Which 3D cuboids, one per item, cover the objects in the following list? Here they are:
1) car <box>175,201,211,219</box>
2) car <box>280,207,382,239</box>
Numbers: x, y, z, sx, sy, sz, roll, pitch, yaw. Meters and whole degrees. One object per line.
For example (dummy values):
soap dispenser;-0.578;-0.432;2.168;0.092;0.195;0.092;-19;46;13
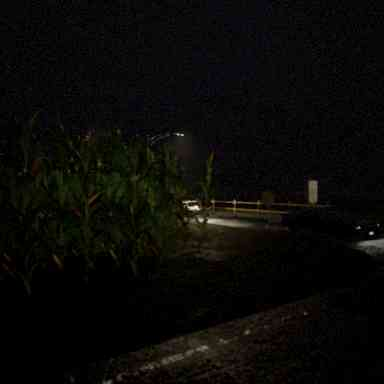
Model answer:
car;-0.079;1.549;30.306;1.812;1.442;4.674;-1;1;-30
car;7.138;1.538;17.878;2.033;1.411;5.357;-1;0;-28
